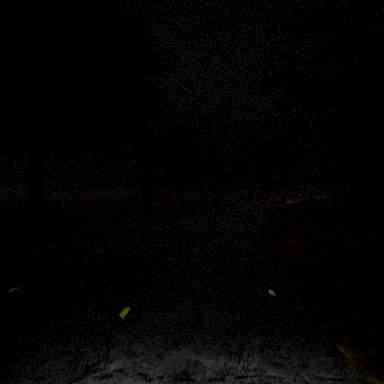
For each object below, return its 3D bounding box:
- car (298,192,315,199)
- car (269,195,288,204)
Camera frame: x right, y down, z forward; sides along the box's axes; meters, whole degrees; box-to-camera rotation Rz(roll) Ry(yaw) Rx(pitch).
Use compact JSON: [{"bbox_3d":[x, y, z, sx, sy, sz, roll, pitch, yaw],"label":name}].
[{"bbox_3d":[22.656,0.635,65.412,1.895,1.301,4.718,0,1,38],"label":"car"},{"bbox_3d":[13.155,1.088,50.438,1.895,1.301,4.718,0,1,28],"label":"car"}]
